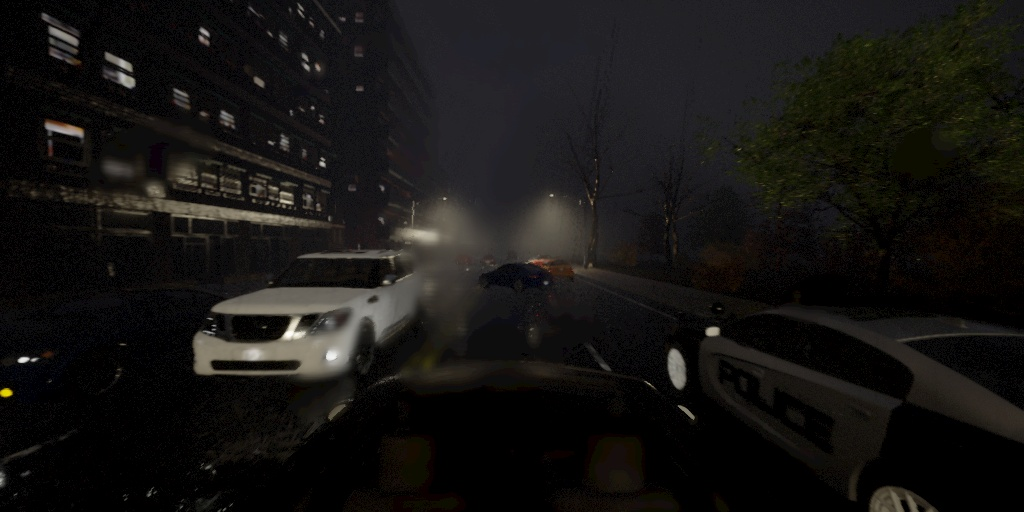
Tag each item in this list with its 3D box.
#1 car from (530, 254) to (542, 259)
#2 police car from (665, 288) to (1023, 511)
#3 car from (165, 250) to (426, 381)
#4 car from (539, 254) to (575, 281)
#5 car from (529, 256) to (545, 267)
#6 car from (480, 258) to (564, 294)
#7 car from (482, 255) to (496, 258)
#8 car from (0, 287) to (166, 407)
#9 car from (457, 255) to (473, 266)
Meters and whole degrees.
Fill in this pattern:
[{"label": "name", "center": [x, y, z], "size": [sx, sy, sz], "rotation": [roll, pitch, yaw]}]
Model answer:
[{"label": "car", "center": [3.246, 0.613, 36.449], "size": [2.097, 1.767, 4.553], "rotation": [0, 1, 0]}, {"label": "police car", "center": [3.251, 1.149, 3.592], "size": [1.930, 1.638, 5.238], "rotation": [0, 1, 0]}, {"label": "car", "center": [-3.350, 0.891, 7.405], "size": [2.150, 2.045, 5.566], "rotation": [0, 1, 0]}, {"label": "car", "center": [3.247, 0.869, 25.671], "size": [1.801, 1.575, 5.366], "rotation": [0, 1, 0]}, {"label": "car", "center": [3.244, 0.705, 47.512], "size": [1.895, 1.301, 4.718], "rotation": [0, 1, 0]}, {"label": "car", "center": [0.192, 1.040, 18.437], "size": [1.812, 1.442, 4.674], "rotation": [-1, 1, -39]}, {"label": "car", "center": [-3.310, 0.572, 51.579], "size": [1.812, 1.442, 4.674], "rotation": [0, 1, 1]}, {"label": "car", "center": [-6.597, 1.251, 6.142], "size": [1.994, 1.385, 4.181], "rotation": [0, 1, 0]}, {"label": "car", "center": [-6.561, 0.540, 50.394], "size": [1.882, 1.535, 5.008], "rotation": [0, 1, 0]}]
